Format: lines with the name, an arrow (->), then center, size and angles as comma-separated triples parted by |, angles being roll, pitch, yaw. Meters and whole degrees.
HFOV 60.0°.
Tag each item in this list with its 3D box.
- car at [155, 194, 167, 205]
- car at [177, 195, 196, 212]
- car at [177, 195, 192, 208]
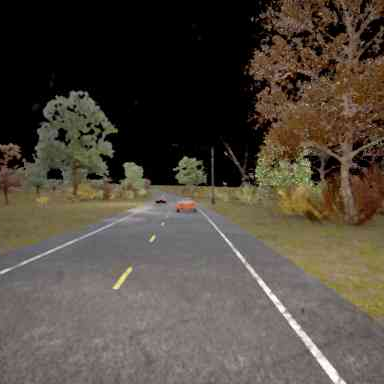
car -> -5.173, 1.533, 55.941 | 1.895, 1.301, 4.718 | 0, 0, -3
car -> -0.662, 1.315, 37.923 | 2.097, 1.767, 4.553 | 0, 0, -2
car -> -1.156, 1.294, 49.083 | 2.097, 1.767, 4.553 | 0, 0, -3
